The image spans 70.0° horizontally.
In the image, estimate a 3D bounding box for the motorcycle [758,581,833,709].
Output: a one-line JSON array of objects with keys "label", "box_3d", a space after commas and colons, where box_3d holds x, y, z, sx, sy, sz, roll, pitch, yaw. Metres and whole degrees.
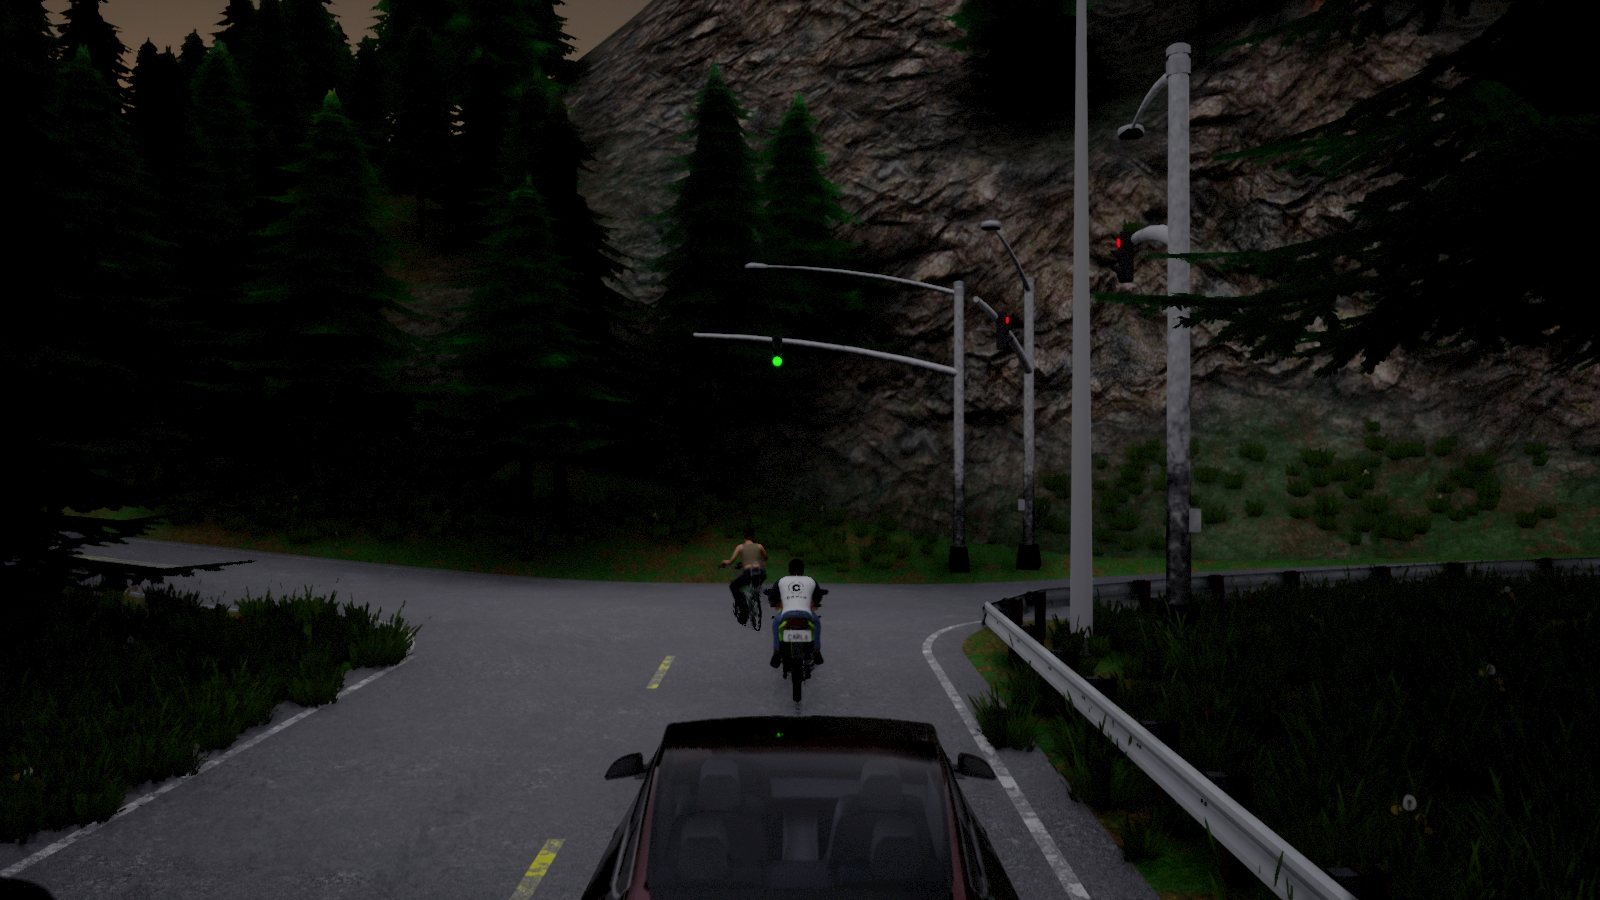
[{"label": "motorcycle", "box_3d": [-0.060, 2.209, 13.297, 0.803, 1.145, 2.033, 0, 0, -1]}]

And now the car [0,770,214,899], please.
[{"label": "car", "box_3d": [-3.484, 2.062, 2.298, 2.163, 1.488, 4.792, 0, 0, 0]}]

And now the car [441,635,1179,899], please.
[{"label": "car", "box_3d": [0.030, 2.061, 5.740, 2.163, 1.488, 4.792, 0, 0, 0]}]
